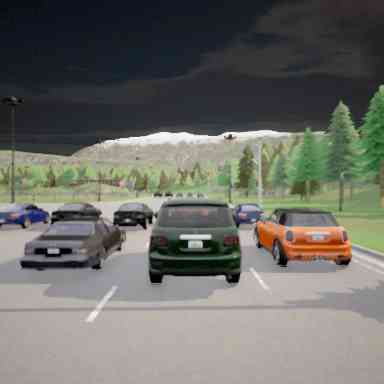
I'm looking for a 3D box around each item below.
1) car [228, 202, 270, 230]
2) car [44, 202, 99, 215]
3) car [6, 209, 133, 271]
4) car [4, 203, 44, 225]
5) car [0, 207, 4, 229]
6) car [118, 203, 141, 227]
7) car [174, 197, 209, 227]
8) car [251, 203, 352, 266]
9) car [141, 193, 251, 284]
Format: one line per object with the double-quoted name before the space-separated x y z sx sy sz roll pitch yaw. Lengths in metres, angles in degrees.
"car" 3.484 1.431 21.081 1.812 1.442 4.674 0 0 0
"car" -7.015 1.384 20.713 1.882 1.535 5.008 0 0 0
"car" -3.460 1.498 10.737 2.033 1.411 5.357 0 0 -1
"car" -10.515 1.432 20.721 1.812 1.442 4.674 0 0 0
"car" -6.951 1.187 7.475 2.150 2.045 5.566 0 0 0
"car" -3.515 1.385 20.564 1.882 1.535 5.008 0 0 0
"car" -0.025 1.251 22.479 2.097 1.767 4.553 0 0 0
"car" 3.535 1.300 11.469 2.097 1.767 4.553 0 0 0
"car" 0.053 1.177 9.592 2.150 2.045 5.566 0 0 0
